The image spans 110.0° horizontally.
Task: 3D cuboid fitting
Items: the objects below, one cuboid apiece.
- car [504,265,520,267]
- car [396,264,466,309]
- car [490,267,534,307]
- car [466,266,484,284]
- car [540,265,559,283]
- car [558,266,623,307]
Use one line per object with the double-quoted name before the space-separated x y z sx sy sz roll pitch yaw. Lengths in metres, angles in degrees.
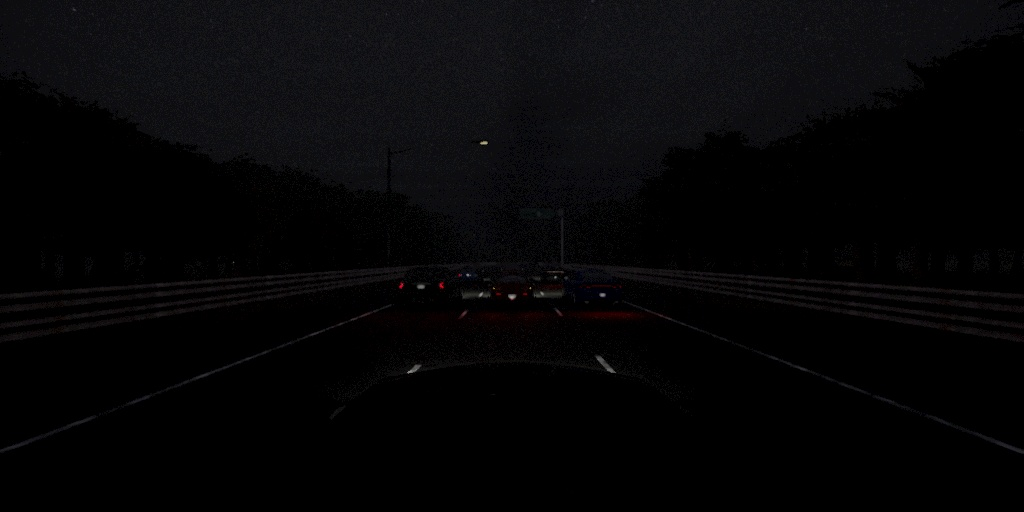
"car" 0.006 1.521 31.337 1.882 1.535 5.008 0 0 0
"car" -3.497 1.236 15.925 2.097 1.767 4.553 0 -1 0
"car" 0.005 1.415 16.224 1.812 1.442 4.674 0 0 0
"car" -3.498 1.585 30.838 2.033 1.411 5.357 0 -1 0
"car" 3.505 1.534 31.142 2.128 1.511 4.902 0 0 0
"car" 3.505 1.368 16.322 1.882 1.535 5.008 0 0 0
